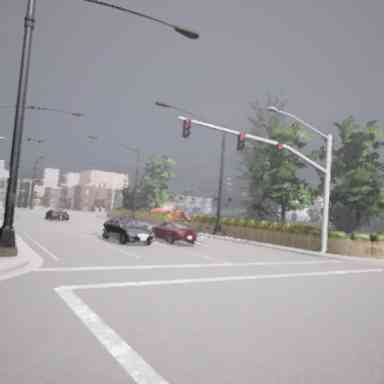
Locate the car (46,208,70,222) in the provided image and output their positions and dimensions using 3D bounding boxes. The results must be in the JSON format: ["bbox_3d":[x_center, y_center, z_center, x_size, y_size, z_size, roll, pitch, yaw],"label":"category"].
[{"bbox_3d":[-15.359,2.589,38.043,1.994,1.385,4.181,6,-4,-33],"label":"car"}]

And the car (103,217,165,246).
[{"bbox_3d":[-3.994,2.356,20.534,2.128,1.511,4.902,6,-4,-33],"label":"car"}]

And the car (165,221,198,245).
[{"bbox_3d":[-1.351,2.733,22.938,1.812,1.442,4.674,6,-4,-32],"label":"car"}]
